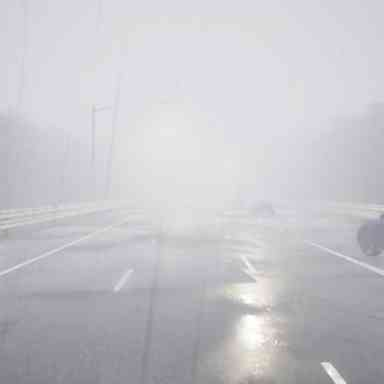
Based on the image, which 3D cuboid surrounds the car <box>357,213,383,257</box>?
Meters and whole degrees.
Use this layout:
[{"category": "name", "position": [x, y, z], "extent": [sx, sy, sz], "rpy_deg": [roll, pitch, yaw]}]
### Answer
[{"category": "car", "position": [7.207, 1.227, 9.816], "extent": [2.150, 2.045, 5.566], "rpy_deg": [0, 0, -3]}]

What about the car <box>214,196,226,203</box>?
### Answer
[{"category": "car", "position": [7.232, 1.878, 82.136], "extent": [1.812, 1.442, 4.674], "rpy_deg": [0, -1, 0]}]

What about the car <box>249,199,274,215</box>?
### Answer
[{"category": "car", "position": [7.017, 1.510, 33.758], "extent": [1.837, 1.490, 4.892], "rpy_deg": [0, 0, 0]}]

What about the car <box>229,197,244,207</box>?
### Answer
[{"category": "car", "position": [7.071, 1.548, 52.757], "extent": [1.882, 1.535, 5.008], "rpy_deg": [0, 0, 0]}]
